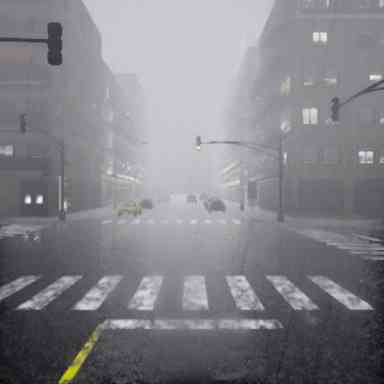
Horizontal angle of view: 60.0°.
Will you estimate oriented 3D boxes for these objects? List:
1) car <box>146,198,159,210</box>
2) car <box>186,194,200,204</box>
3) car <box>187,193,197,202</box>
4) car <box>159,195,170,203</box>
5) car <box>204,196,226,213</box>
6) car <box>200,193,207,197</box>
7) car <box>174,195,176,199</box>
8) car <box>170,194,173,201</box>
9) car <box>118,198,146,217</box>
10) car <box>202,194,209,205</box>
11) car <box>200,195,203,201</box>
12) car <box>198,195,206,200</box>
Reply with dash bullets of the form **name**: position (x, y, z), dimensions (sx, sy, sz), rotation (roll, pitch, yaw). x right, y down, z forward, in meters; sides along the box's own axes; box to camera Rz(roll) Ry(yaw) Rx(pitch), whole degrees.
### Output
- **car**: position (-5.693, 1.474, 42.090), dimensions (1.887, 1.381, 4.507), rotation (1, 0, 0)
- **car**: position (-0.013, 1.403, 62.398), dimensions (1.837, 1.490, 4.892), rotation (0, 0, 0)
- **car**: position (-0.017, 1.170, 72.791), dimensions (2.097, 1.767, 4.553), rotation (0, 0, 0)
- **car**: position (-5.698, 1.421, 64.014), dimensions (1.752, 1.417, 4.829), rotation (1, 0, 0)
- **car**: position (2.690, 1.484, 36.554), dimensions (1.887, 1.381, 4.507), rotation (1, 0, 0)
- **car**: position (2.682, 1.195, 75.219), dimensions (2.192, 1.841, 5.009), rotation (1, 0, 0)
- **car**: position (-5.705, 1.383, 91.630), dimensions (1.752, 1.417, 4.829), rotation (1, 0, 0)
- **car**: position (-5.700, 1.438, 69.707), dimensions (2.008, 1.369, 4.403), rotation (1, 0, 0)
- **car**: position (-5.689, 1.473, 30.873), dimensions (1.752, 1.417, 4.829), rotation (1, 0, 0)
- **car**: position (2.689, 1.370, 42.078), dimensions (1.967, 1.590, 4.097), rotation (1, 0, 0)
- **car**: position (2.685, 1.495, 53.125), dimensions (1.802, 1.307, 4.206), rotation (1, 0, 0)
- **car**: position (2.677, 1.431, 86.266), dimensions (1.947, 1.339, 4.313), rotation (1, 0, 0)
